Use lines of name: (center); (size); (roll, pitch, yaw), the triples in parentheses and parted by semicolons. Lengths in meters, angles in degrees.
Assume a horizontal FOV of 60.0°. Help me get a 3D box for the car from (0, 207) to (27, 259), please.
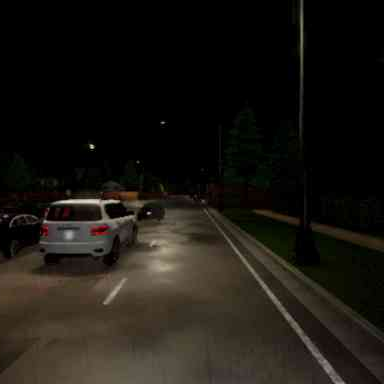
car: (-6.940, 1.537, 12.770); (2.128, 1.511, 4.902); (0, 0, 0)

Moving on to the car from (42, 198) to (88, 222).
car: (-10.448, 1.450, 27.762); (2.097, 1.767, 4.553); (0, 0, 0)

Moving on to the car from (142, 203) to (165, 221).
car: (-3.443, 1.666, 28.602); (1.994, 1.385, 4.181); (0, 0, 0)

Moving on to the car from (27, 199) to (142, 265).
car: (-3.444, 1.267, 12.041); (2.150, 2.045, 5.566); (0, 0, 0)

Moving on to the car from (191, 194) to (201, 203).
car: (1.187, 1.730, 76.689); (1.801, 1.575, 5.366); (0, 0, 0)

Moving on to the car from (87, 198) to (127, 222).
car: (-6.949, 1.450, 27.752); (2.097, 1.767, 4.553); (0, 0, 0)

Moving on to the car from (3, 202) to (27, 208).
car: (-14.260, 1.607, 28.143); (1.837, 1.490, 4.892); (0, 0, 1)
